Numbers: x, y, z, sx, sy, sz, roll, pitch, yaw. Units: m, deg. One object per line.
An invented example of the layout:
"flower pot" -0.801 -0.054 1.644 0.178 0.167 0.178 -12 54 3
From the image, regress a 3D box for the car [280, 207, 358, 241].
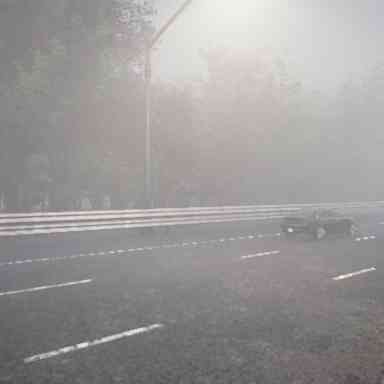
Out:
"car" 6.603 1.542 17.047 4.892 1.490 1.837 0 0 -35
